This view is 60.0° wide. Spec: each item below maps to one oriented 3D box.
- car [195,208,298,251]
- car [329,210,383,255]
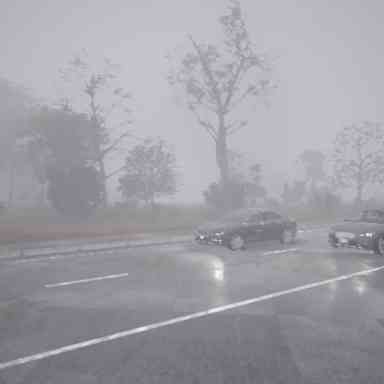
[{"bbox_3d":[2.391,1.486,14.082,4.892,1.490,1.837,0,0,-34],"label":"car"},{"bbox_3d":[7.464,1.478,13.280,4.902,1.511,2.128,0,0,-34],"label":"car"}]
